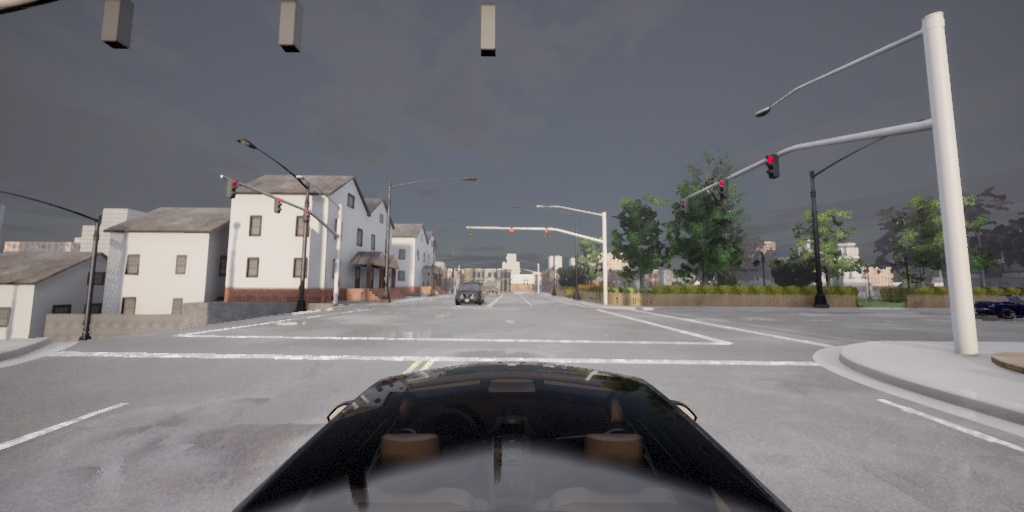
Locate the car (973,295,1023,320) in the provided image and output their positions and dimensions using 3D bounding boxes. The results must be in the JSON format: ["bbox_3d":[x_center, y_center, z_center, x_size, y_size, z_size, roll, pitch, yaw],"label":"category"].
[{"bbox_3d":[26.979,2.749,19.293,4.718,1.301,1.895,0,-5,1],"label":"car"}]

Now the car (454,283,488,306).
[{"bbox_3d":[-3.566,3.342,31.142,2.150,2.045,5.566,0,-4,0],"label":"car"}]
